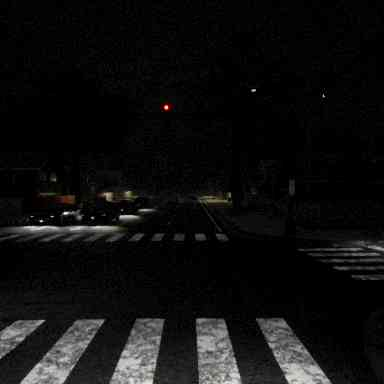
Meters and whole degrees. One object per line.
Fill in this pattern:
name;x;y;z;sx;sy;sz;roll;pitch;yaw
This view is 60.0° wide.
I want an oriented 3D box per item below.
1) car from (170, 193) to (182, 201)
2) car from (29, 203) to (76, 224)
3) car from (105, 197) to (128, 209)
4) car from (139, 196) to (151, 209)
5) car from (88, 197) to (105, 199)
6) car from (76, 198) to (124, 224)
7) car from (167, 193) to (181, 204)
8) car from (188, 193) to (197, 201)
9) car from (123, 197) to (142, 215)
car;-3.160;0.939;67.773;2.128;1.511;4.902;0;1;0
car;-9.855;1.512;24.405;2.033;1.411;5.357;0;0;0
car;-9.847;1.432;43.836;1.895;1.301;4.718;0;1;0
car;-6.595;1.337;43.785;1.837;1.490;4.892;0;1;0
car;-9.853;1.286;33.789;2.097;1.767;4.553;0;0;0
car;-6.603;1.469;24.484;1.837;1.490;4.892;0;0;0
car;-3.154;1.254;55.203;1.895;1.301;4.718;0;1;-1
car;0.093;0.936;67.084;1.882;1.535;5.008;0;1;0
car;-6.601;1.500;33.381;1.994;1.385;4.181;0;0;0
